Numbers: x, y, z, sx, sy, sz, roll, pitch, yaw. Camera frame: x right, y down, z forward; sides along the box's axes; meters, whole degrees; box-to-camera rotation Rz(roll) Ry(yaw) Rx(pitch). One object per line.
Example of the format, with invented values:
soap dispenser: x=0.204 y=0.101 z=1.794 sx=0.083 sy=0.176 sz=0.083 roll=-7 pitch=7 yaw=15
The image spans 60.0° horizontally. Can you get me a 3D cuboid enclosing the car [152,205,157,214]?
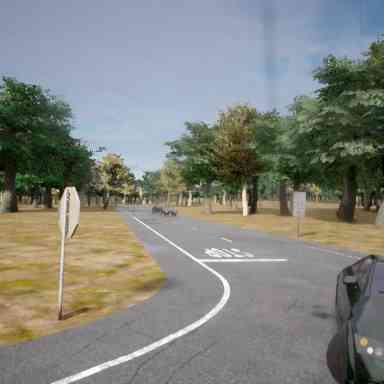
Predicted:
car: x=-5.728 y=2.962 z=56.896 sx=1.882 sy=1.535 sz=5.008 roll=3 pitch=-2 yaw=-14

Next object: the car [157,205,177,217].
car: x=-3.470 y=2.851 z=48.049 sx=1.895 sy=1.301 sz=4.718 roll=3 pitch=-2 yaw=-13

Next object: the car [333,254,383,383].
car: x=3.124 y=1.643 z=4.647 sx=1.994 sy=1.385 sz=4.181 roll=1 pitch=-1 yaw=22
